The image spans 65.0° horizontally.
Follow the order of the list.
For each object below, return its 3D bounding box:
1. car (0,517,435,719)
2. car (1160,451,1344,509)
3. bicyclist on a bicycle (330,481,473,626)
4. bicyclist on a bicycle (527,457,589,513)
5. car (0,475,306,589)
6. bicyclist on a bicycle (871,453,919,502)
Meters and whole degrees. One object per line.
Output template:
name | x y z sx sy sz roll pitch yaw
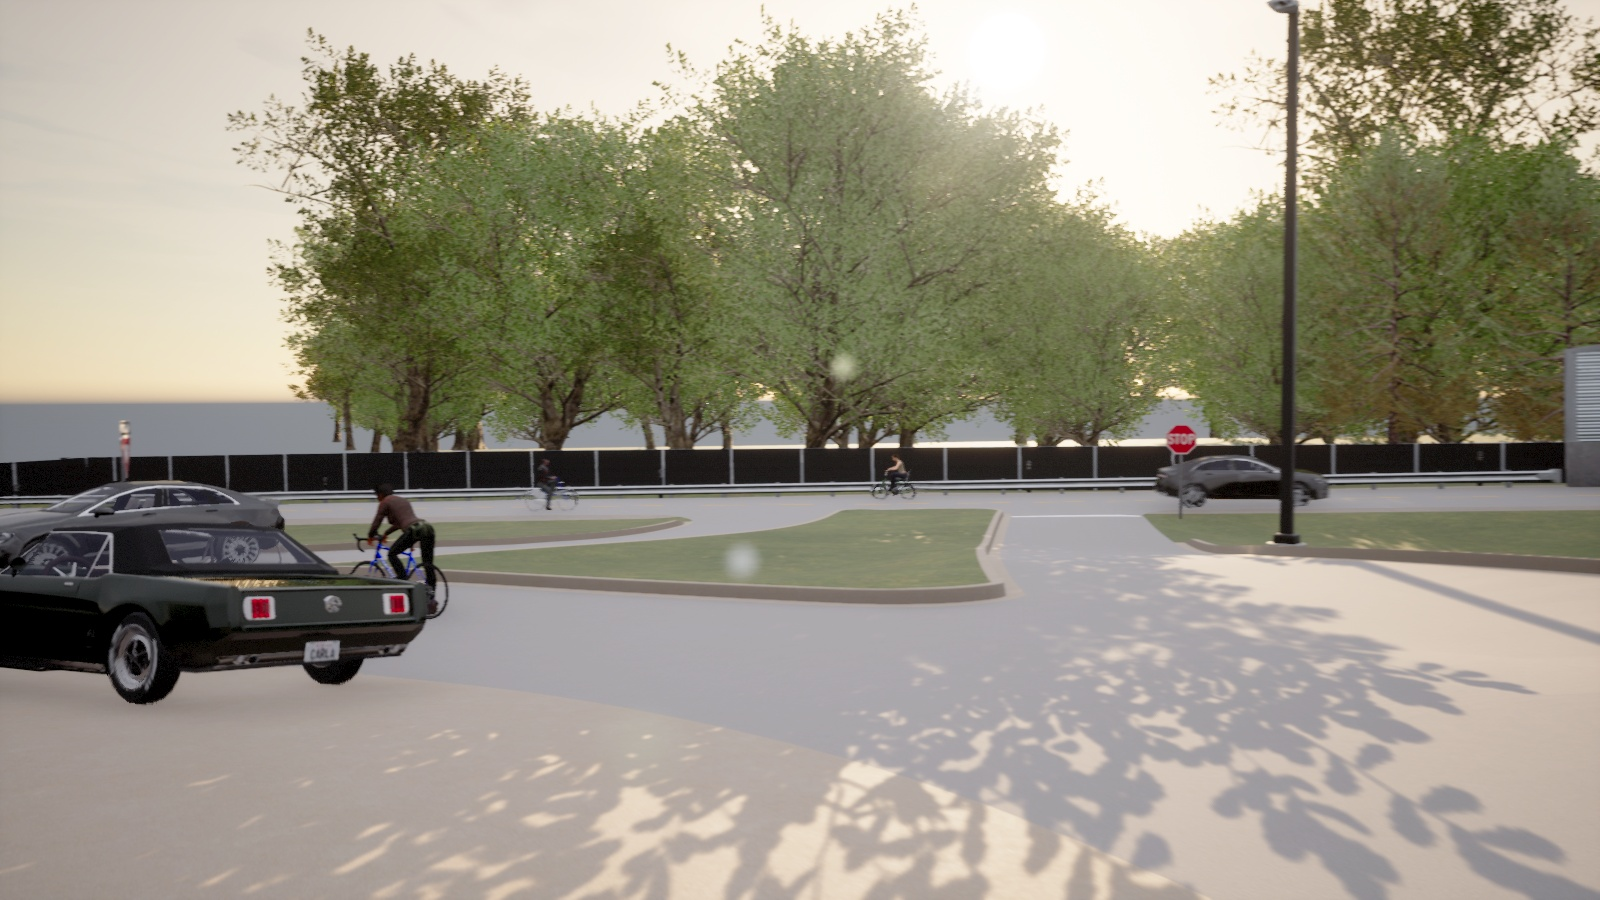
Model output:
car | -5.386 1.241 10.166 4.718 1.301 1.895 -2 -6 30
car | 13.291 0.885 37.243 4.902 1.511 2.128 -1 2 12
bicyclist on a bicycle | -4.749 1.199 14.939 1.656 1.620 0.582 -1 1 29
bicyclist on a bicycle | -8.030 1.157 41.685 1.843 1.776 0.659 -1 2 12
car | -10.802 1.213 20.152 2.128 1.511 4.902 -1 0 40
bicyclist on a bicycle | 3.269 0.930 42.925 1.509 1.612 0.866 -1 2 11
